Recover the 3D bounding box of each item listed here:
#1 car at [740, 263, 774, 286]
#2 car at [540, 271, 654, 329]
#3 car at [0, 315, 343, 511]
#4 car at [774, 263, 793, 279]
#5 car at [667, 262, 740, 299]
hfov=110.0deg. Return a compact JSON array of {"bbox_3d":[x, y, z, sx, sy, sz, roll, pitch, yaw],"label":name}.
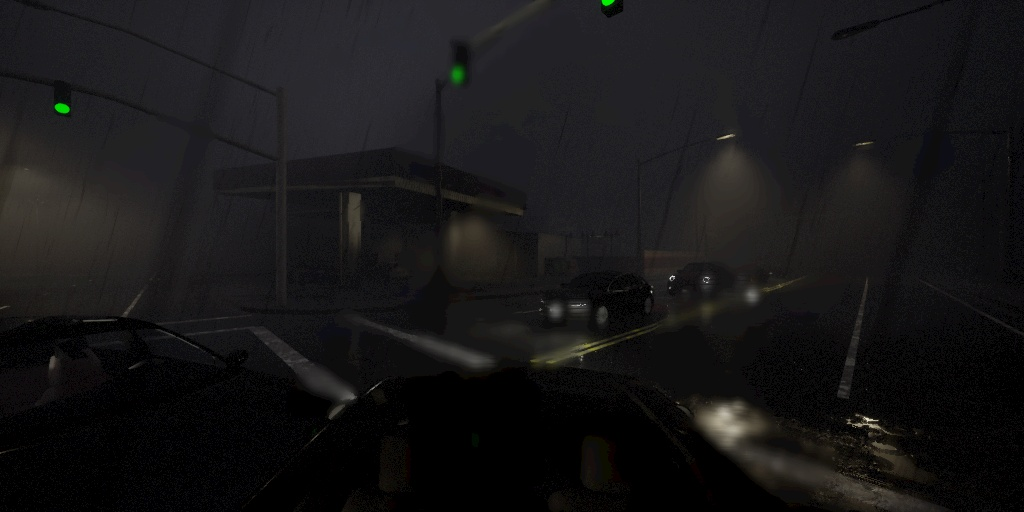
[{"bbox_3d":[16.688,1.314,25.277,1.994,1.385,4.181,0,0,44],"label":"car"},{"bbox_3d":[2.900,1.255,11.543,1.837,1.490,4.892,0,0,45],"label":"car"},{"bbox_3d":[-3.417,1.242,2.536,4.902,1.511,2.128,0,0,15],"label":"car"},{"bbox_3d":[23.833,1.314,32.319,4.181,1.385,1.994,0,0,-44],"label":"car"},{"bbox_3d":[9.750,1.102,18.378,4.553,1.767,2.097,0,0,-45],"label":"car"}]
